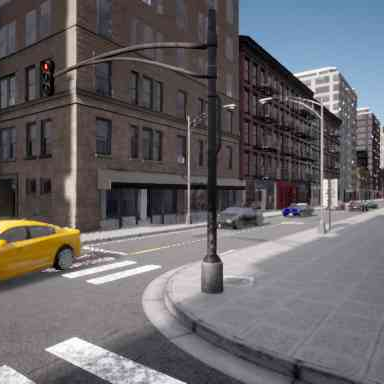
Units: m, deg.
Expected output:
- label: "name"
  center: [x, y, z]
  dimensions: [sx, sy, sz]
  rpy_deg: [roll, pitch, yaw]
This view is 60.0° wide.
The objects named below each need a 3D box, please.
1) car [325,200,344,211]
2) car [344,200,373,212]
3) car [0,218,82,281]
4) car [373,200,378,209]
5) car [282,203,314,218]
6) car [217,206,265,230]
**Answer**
- label: "car"
  center: [19.722, 1.819, 45.627]
  dimensions: [1.812, 1.442, 4.674]
  rpy_deg: [0, 0, 36]
- label: "car"
  center: [22.035, 1.781, 43.957]
  dimensions: [2.128, 1.511, 4.902]
  rpy_deg: [0, 0, 36]
- label: "car"
  center: [-5.079, 1.512, 8.714]
  dimensions: [1.882, 1.535, 5.008]
  rpy_deg: [0, -1, 22]
- label: "car"
  center: [27.789, 1.904, 52.034]
  dimensions: [1.994, 1.385, 4.181]
  rpy_deg: [0, 0, 35]
- label: "car"
  center: [10.485, 1.805, 32.818]
  dimensions: [1.895, 1.301, 4.718]
  rpy_deg: [0, 0, 36]
- label: "car"
  center: [3.130, 1.679, 22.498]
  dimensions: [2.033, 1.411, 5.357]
  rpy_deg: [0, 0, 35]
